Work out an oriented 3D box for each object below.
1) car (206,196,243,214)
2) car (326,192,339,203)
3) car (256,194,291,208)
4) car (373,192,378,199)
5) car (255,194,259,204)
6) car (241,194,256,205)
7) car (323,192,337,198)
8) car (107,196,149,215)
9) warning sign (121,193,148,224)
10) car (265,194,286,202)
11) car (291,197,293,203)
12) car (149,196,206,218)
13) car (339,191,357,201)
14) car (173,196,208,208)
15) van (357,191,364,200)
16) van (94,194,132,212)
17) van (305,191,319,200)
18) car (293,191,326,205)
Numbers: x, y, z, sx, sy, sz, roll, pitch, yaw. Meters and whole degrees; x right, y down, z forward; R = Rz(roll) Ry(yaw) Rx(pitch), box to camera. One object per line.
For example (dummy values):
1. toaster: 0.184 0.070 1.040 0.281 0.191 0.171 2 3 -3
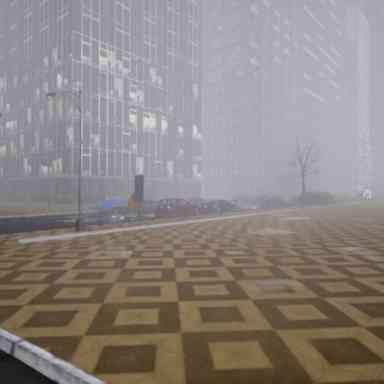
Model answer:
1. car: 2.576 1.315 31.472 1.947 1.339 4.313 1 1 41
2. car: 21.054 0.835 53.092 2.192 1.841 5.009 1 1 41
3. car: 9.936 1.239 40.147 1.802 1.307 4.206 1 1 41
4. car: 39.581 0.843 74.677 2.008 1.369 4.403 1 1 41
5. car: 10.915 1.172 45.348 1.994 1.385 4.181 0 1 41
6. car: 9.644 1.059 48.597 1.882 1.535 5.008 0 0 41
7. car: 33.236 0.822 80.152 1.947 1.339 4.313 1 1 41
8. car: -5.006 1.309 31.639 2.033 1.411 5.357 0 1 41
9. warning sign: -3.601 0.972 20.746 1.300 1.860 1.060 0 0 41
10. car: 14.707 1.049 58.569 1.947 1.339 4.313 1 1 41
11. car: 17.156 1.095 52.696 1.994 1.385 4.181 0 1 41
12. car: -1.086 1.235 27.118 1.967 1.590 4.097 1 1 41
13. car: 28.575 0.952 61.856 1.752 1.417 4.829 1 1 41
14. car: -0.122 1.210 41.310 1.887 1.381 4.507 1 1 41
15. van: 35.877 0.679 70.358 1.690 1.788 3.998 1 1 41
16. van: -7.616 1.098 32.748 1.690 1.788 3.998 1 1 41
17. van: 25.825 0.687 71.515 1.690 1.788 3.998 1 1 41
18. car: 17.349 0.880 48.776 2.192 1.841 5.009 1 1 41
